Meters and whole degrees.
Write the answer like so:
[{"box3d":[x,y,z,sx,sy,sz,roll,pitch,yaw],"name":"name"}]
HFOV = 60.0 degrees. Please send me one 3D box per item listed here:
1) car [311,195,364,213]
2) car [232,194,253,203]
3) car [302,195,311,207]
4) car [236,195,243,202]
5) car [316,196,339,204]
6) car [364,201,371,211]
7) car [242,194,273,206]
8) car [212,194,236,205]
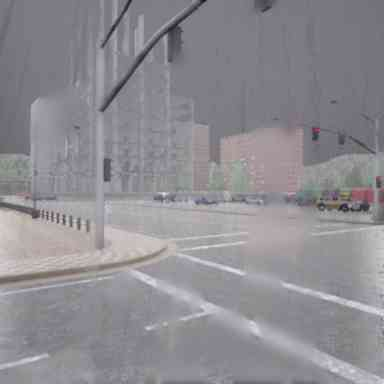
[{"box3d":[16.247,1.283,37.398,1.932,1.855,4.605,0,0,-35],"name":"car"},{"box3d":[11.259,1.347,73.767,1.932,1.855,4.605,0,0,-35],"name":"car"},{"box3d":[24.493,1.367,64.683,1.932,1.855,4.605,0,0,-35],"name":"car"},{"box3d":[9.098,1.547,72.175,1.784,1.438,3.905,0,0,-35],"name":"car"},{"box3d":[26.893,1.588,66.304,1.784,1.438,3.905,0,0,-35],"name":"car"},{"box3d":[18.641,1.297,39.026,1.905,1.878,3.866,0,0,-35],"name":"car"},{"box3d":[10.754,1.546,54.844,1.970,1.475,3.806,0,0,-35],"name":"car"},{"box3d":[6.735,1.568,70.503,1.970,1.475,3.806,0,0,-35],"name":"car"}]
